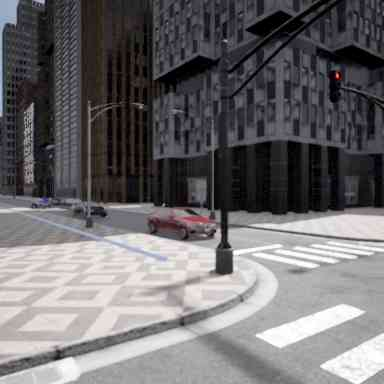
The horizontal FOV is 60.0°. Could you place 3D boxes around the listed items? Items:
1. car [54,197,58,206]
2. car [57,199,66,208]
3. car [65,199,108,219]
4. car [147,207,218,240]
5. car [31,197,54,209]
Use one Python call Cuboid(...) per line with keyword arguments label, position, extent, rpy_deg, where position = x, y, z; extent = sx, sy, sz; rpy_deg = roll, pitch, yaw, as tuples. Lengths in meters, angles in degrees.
Cuboid(label="car", position=(-21.808, 1.516, 52.256), extent=(1.994, 1.385, 4.181), rpy_deg=(0, 0, -36))
Cuboid(label="car", position=(-16.025, 1.559, 44.253), extent=(1.895, 1.301, 4.718), rpy_deg=(0, 0, -35))
Cuboid(label="car", position=(-9.132, 1.523, 29.182), extent=(2.033, 1.411, 5.357), rpy_deg=(0, 0, -36))
Cuboid(label="car", position=(-0.676, 1.517, 17.343), extent=(1.812, 1.442, 4.674), rpy_deg=(0, 0, -37))
Cuboid(label="car", position=(-20.772, 1.491, 45.643), extent=(1.812, 1.442, 4.674), rpy_deg=(0, 0, -35))
